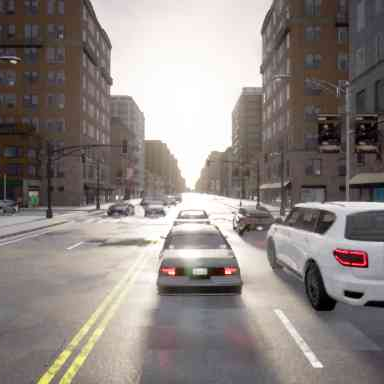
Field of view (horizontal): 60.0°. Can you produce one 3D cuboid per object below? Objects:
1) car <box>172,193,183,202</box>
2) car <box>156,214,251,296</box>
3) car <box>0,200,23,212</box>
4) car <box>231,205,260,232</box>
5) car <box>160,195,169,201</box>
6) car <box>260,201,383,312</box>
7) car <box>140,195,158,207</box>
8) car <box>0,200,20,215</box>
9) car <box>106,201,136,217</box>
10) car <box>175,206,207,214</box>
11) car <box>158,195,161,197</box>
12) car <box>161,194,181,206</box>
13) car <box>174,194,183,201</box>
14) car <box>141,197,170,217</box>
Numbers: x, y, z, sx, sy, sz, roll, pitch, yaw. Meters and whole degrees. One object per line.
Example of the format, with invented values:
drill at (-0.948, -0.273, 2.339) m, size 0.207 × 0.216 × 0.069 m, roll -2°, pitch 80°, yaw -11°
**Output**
car at (-3.301, 1.206, 69.481) m, size 2.150 × 2.045 × 5.566 m, roll 0°, pitch 0°, yaw 0°
car at (0.082, 1.547, 8.786) m, size 2.033 × 1.411 × 5.357 m, roll 0°, pitch 0°, yaw -2°
car at (-22.152, 1.577, 38.303) m, size 4.313 × 1.339 × 1.947 m, roll 0°, pitch 0°, yaw 0°
car at (3.338, 1.504, 18.464) m, size 1.837 × 1.490 × 4.892 m, roll 0°, pitch 0°, yaw 1°
car at (-6.560, 1.463, 80.353) m, size 1.837 × 1.490 × 4.892 m, roll 0°, pitch 0°, yaw 0°
car at (3.348, 1.222, 7.836) m, size 2.150 × 2.045 × 5.566 m, roll 0°, pitch 0°, yaw 0°
car at (-6.634, 1.498, 49.715) m, size 1.837 × 1.490 × 4.892 m, roll 0°, pitch 0°, yaw 0°
car at (-19.735, 1.482, 32.805) m, size 4.902 × 1.511 × 2.128 m, roll 0°, pitch 0°, yaw 0°
car at (-6.621, 1.538, 31.687) m, size 2.033 × 1.411 × 5.357 m, roll 0°, pitch 0°, yaw 0°
car at (0.072, 1.600, 18.435) m, size 1.895 × 1.301 × 4.718 m, roll 0°, pitch 0°, yaw 2°
car at (-6.581, 1.339, 65.502) m, size 2.097 × 1.767 × 4.553 m, roll 0°, pitch 0°, yaw 0°
car at (-3.381, 1.483, 52.713) m, size 2.128 × 1.511 × 4.902 m, roll 0°, pitch 0°, yaw 0°
car at (-3.312, 1.383, 83.079) m, size 1.882 × 1.535 × 5.008 m, roll 0°, pitch 0°, yaw 0°
car at (-3.372, 1.521, 31.400) m, size 1.812 × 1.442 × 4.674 m, roll 0°, pitch 0°, yaw 0°
